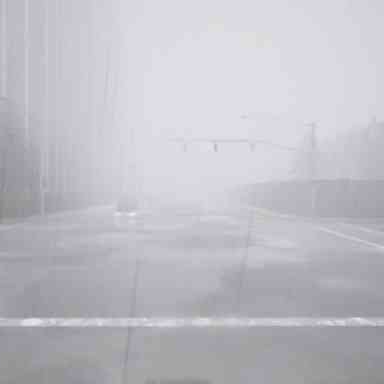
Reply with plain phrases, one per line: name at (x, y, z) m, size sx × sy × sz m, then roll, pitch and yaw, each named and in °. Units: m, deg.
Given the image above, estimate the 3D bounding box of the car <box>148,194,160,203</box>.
car at (-7.100, 1.143, 61.925) m, size 1.882 × 1.535 × 5.008 m, roll 0°, pitch 0°, yaw 0°

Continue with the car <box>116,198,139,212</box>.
car at (-7.059, 1.404, 36.601) m, size 1.837 × 1.490 × 4.892 m, roll 0°, pitch 1°, yaw 0°
